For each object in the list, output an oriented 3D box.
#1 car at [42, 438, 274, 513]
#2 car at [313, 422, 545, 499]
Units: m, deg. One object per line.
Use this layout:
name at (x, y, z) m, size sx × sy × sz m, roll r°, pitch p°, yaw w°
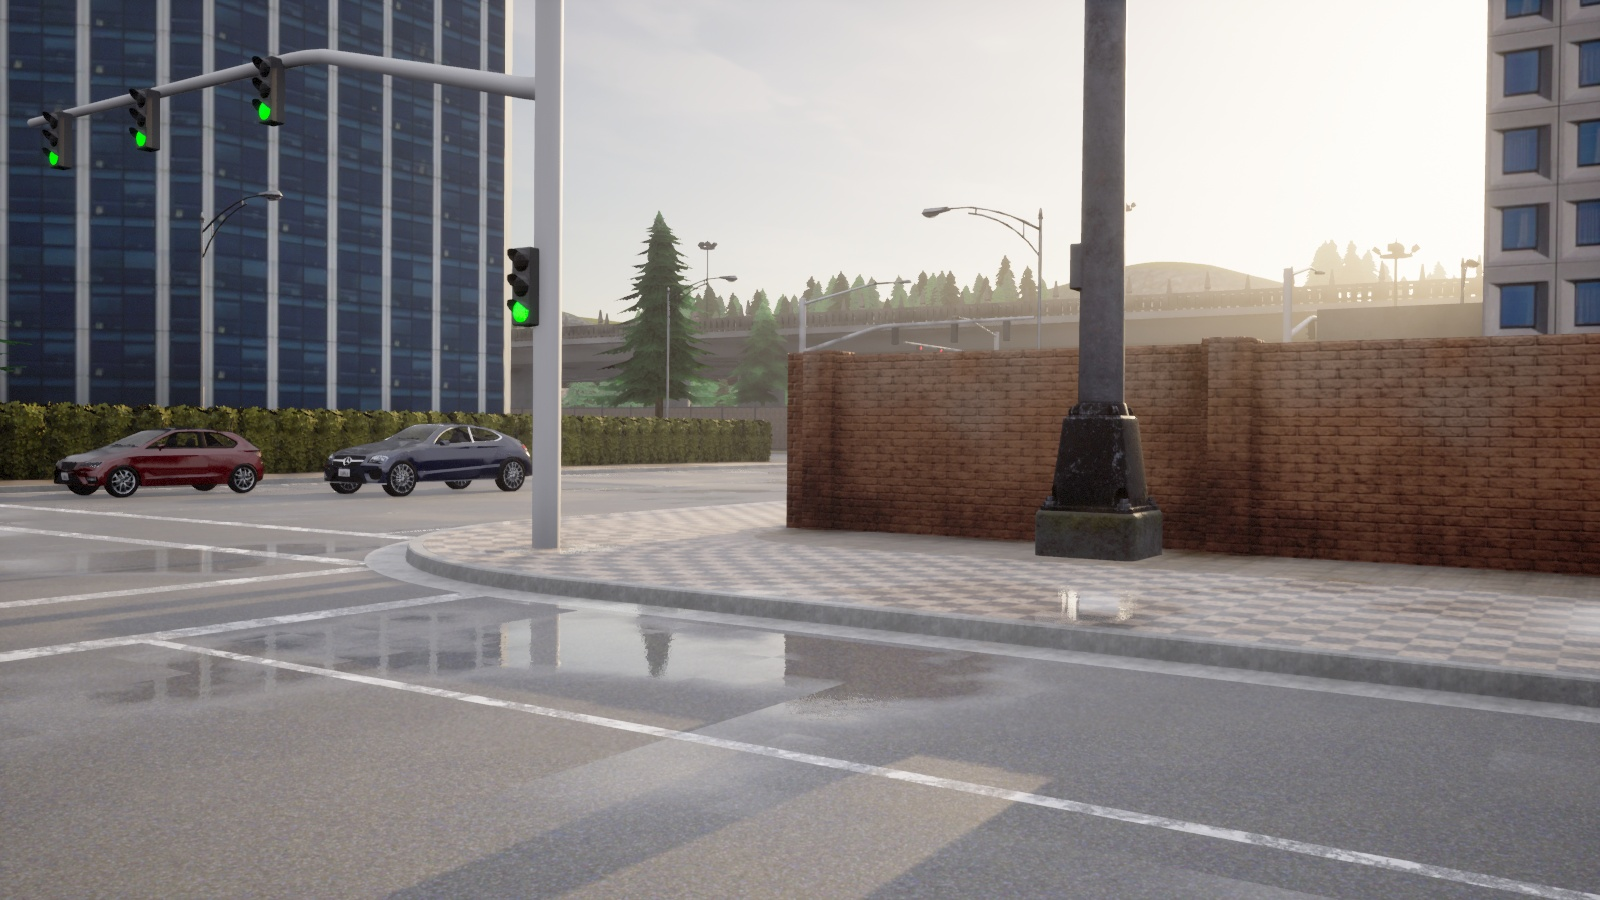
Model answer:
car at (-14.023, 0.494, 27.653) m, size 1.816 × 1.474 × 4.193 m, roll 0°, pitch 1°, yaw 33°
car at (-8.596, 0.184, 29.564) m, size 2.152 × 1.651 × 5.027 m, roll 0°, pitch 1°, yaw 33°
